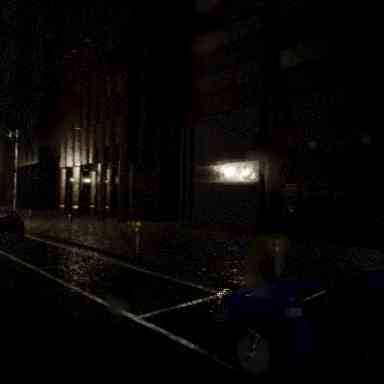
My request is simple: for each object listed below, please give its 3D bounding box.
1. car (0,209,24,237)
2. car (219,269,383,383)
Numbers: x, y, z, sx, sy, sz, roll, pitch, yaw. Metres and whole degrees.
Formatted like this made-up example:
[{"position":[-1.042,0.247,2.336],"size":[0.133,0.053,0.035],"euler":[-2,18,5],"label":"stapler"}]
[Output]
[{"position":[-10.982,1.642,18.731],"size":[1.967,1.590,4.097],"euler":[2,-2,-43],"label":"car"},{"position":[2.518,1.628,3.726],"size":[1.882,1.535,5.008],"euler":[2,-2,-43],"label":"car"}]
